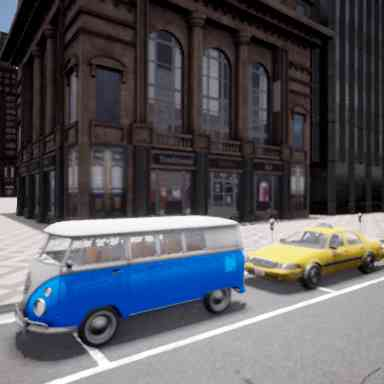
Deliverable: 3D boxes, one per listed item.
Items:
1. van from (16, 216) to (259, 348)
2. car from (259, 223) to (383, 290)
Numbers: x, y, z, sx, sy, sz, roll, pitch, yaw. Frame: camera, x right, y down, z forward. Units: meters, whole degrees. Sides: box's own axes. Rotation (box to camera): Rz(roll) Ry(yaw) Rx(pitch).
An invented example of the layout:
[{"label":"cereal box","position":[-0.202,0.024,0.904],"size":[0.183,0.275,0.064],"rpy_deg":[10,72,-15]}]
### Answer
[{"label":"van","position":[-0.837,1.369,6.070],"size":[3.998,1.788,1.690],"rpy_deg":[0,0,-36]},{"label":"car","position":[3.549,1.574,9.272],"size":[4.829,1.417,1.752],"rpy_deg":[0,0,-36]}]
